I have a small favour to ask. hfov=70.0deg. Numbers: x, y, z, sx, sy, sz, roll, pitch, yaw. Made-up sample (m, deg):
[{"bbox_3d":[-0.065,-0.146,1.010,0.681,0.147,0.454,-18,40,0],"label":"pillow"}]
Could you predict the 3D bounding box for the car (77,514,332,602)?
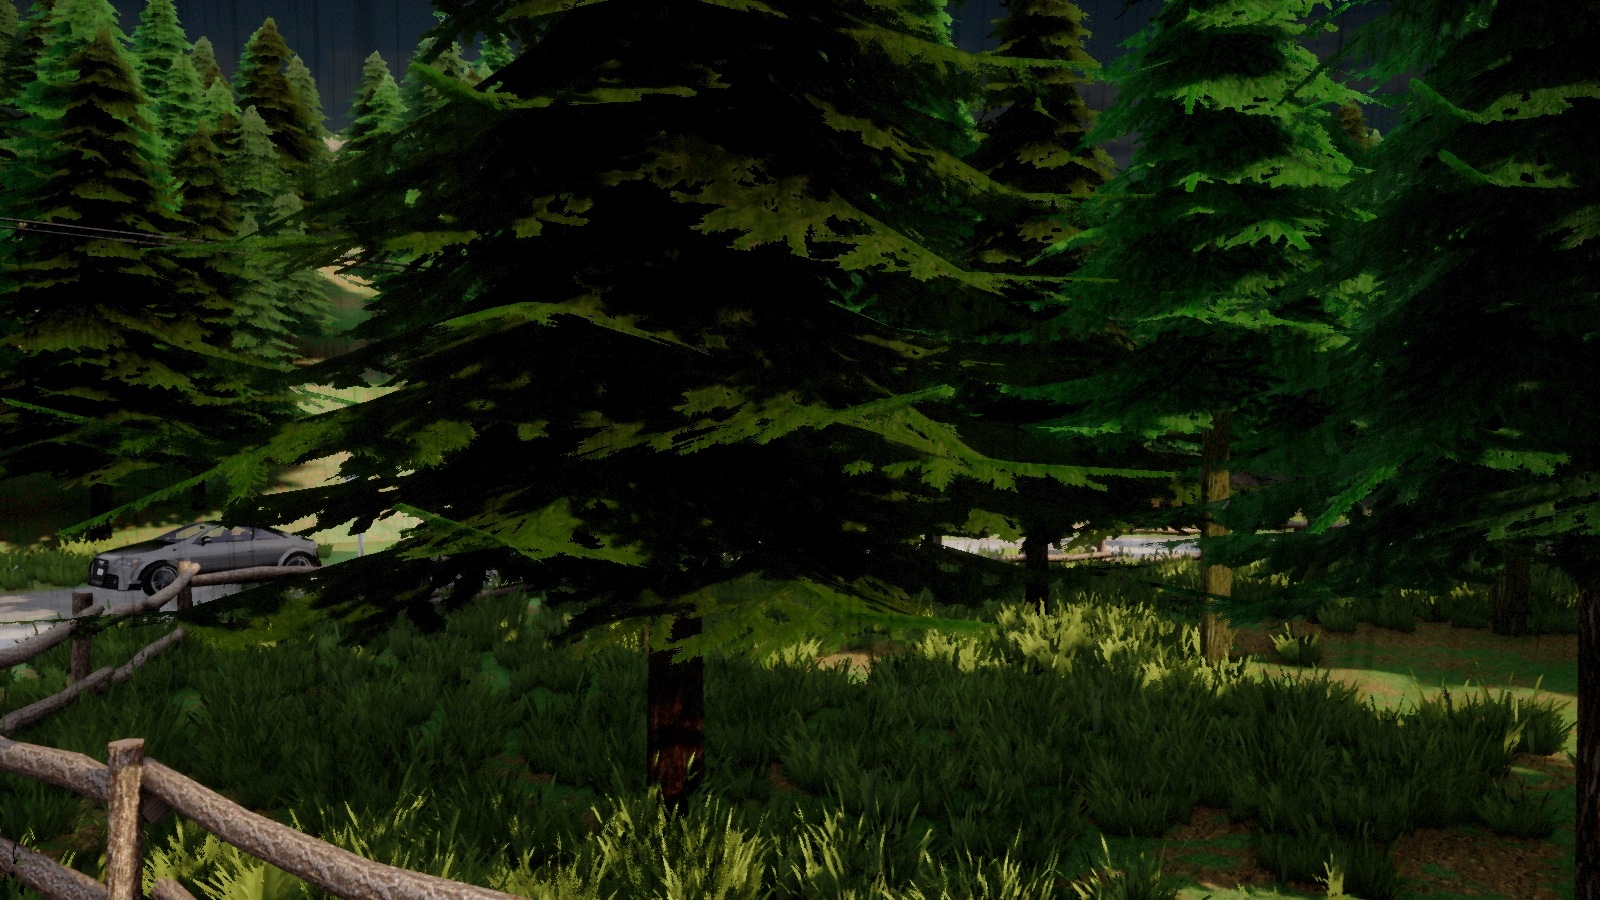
[{"bbox_3d":[-12.055,2.119,23.321,1.994,1.385,4.181,0,0,41],"label":"car"}]
